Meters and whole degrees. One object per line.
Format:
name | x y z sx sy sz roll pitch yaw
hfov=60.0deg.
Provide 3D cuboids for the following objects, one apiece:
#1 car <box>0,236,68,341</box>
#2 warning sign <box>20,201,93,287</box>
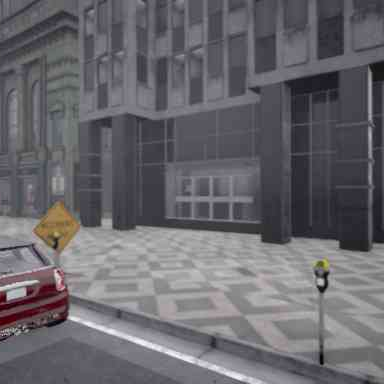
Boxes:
car | -4.066 1.486 5.859 4.097 1.590 1.967 0 0 35
warning sign | -3.291 1.166 8.145 1.060 1.860 1.300 0 0 35
